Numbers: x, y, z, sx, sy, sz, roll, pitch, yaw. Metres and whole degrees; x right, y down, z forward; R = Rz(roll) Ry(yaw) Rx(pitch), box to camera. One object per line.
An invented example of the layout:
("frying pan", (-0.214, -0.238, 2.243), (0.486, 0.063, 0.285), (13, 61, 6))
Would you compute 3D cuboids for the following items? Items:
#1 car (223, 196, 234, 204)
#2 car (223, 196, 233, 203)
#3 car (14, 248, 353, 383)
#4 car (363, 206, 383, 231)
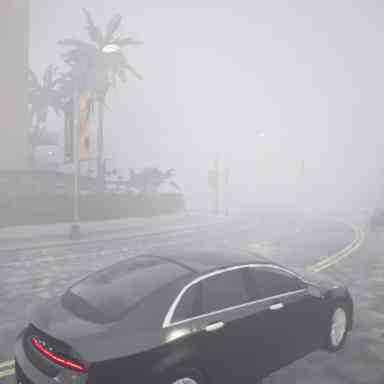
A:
("car", (8.950, 2.000, 79.382), (2.097, 1.535, 5.008), (0, 0, 4))
("car", (9.285, 1.915, 85.800), (2.185, 1.767, 4.553), (0, 0, 4))
("car", (0.377, 1.534, 4.490), (4.892, 1.490, 1.837), (0, 0, -40))
("car", (12.529, 1.688, 21.754), (1.837, 1.490, 4.892), (1, 0, 22))
